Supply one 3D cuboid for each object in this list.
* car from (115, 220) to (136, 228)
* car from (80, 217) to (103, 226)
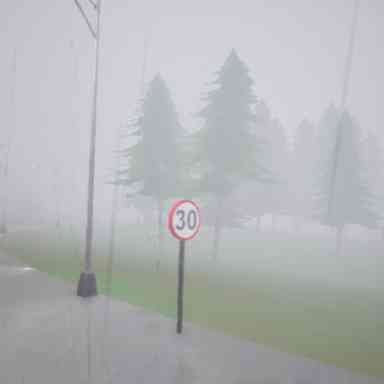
[{"bbox_3d":[-14.087,6.662,70.624,1.882,1.535,5.008,1,-6,37],"label":"car"},{"bbox_3d":[-18.608,5.375,61.730,2.097,1.767,4.553,1,-6,23],"label":"car"}]
